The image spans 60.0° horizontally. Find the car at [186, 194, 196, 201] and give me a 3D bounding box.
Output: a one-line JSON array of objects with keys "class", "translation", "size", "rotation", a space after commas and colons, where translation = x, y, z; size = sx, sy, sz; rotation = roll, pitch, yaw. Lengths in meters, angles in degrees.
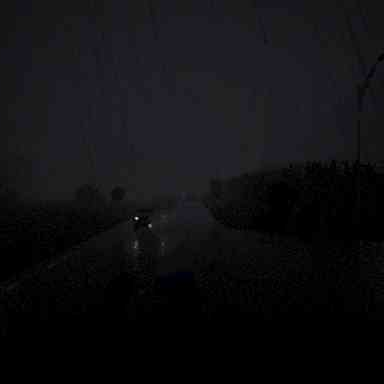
[{"class": "car", "translation": [-0.171, 0.995, 67.527], "size": [1.895, 1.301, 4.718], "rotation": [0, 1, 0]}]

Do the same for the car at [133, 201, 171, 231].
[{"class": "car", "translation": [-2.477, 1.439, 19.626], "size": [1.895, 1.301, 4.718], "rotation": [0, 0, -8]}]

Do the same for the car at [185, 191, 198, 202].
[{"class": "car", "translation": [-0.145, 0.848, 57.451], "size": [2.097, 1.767, 4.553], "rotation": [0, 1, 0]}]

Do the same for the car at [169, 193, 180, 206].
[{"class": "car", "translation": [-2.957, 1.119, 45.441], "size": [1.837, 1.490, 4.892], "rotation": [0, 0, 0]}]

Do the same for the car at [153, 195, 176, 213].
[{"class": "car", "translation": [-2.932, 1.294, 32.639], "size": [1.994, 1.385, 4.181], "rotation": [0, 0, 0]}]

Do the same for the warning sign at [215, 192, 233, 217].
[{"class": "warning sign", "translation": [2.385, 0.910, 25.050], "size": [1.300, 1.860, 1.060], "rotation": [0, 0, 0]}]

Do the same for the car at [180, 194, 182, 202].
[{"class": "car", "translation": [-2.907, 0.937, 61.397], "size": [1.882, 1.535, 5.008], "rotation": [0, 0, 0]}]
